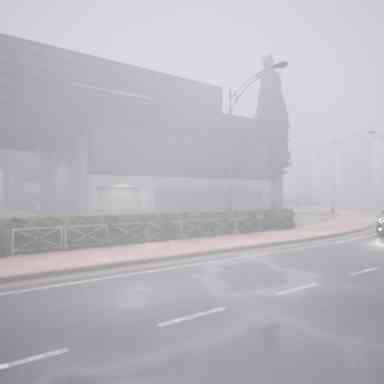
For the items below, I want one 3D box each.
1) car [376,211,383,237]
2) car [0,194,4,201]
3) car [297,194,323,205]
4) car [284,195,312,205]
[{"bbox_3d":[11.314,1.407,17.457,2.097,1.767,4.553,0,0,42],"label":"car"},{"bbox_3d":[-45.346,1.424,81.841,1.970,1.475,3.806,0,0,-36],"label":"car"},{"bbox_3d":[21.893,1.413,62.343,2.150,2.045,5.566,0,0,-25],"label":"car"},{"bbox_3d":[18.707,1.721,60.891,2.033,1.411,5.357,0,0,-25],"label":"car"}]
